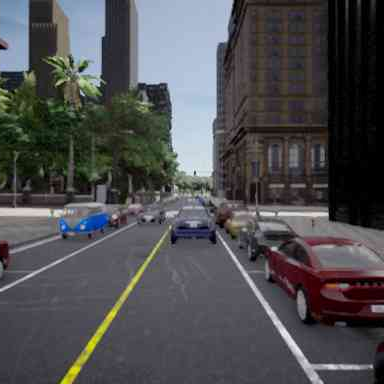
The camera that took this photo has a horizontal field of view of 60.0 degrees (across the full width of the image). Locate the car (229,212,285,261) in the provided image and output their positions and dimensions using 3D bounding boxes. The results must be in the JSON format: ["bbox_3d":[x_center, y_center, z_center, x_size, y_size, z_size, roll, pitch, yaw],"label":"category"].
[{"bbox_3d":[2.761,1.655,12.563,2.008,1.369,4.403,0,0,0],"label":"car"}]

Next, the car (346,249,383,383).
[{"bbox_3d":[2.759,1.455,1.715,1.967,1.590,4.097,0,0,0],"label":"car"}]

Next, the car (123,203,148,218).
[{"bbox_3d":[-5.762,1.863,34.283,1.802,1.307,4.206,0,0,0],"label":"car"}]

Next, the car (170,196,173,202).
[{"bbox_3d":[-5.757,2.009,71.562,1.967,1.590,4.097,0,0,0],"label":"car"}]

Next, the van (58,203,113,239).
[{"bbox_3d":[-5.765,1.491,18.006,1.690,1.788,3.998,0,0,0],"label":"van"}]

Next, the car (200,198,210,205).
[{"bbox_3d":[2.768,2.095,71.711,1.752,1.417,4.829,0,0,0],"label":"car"}]

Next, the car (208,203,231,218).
[{"bbox_3d":[2.763,1.847,34.264,1.947,1.339,4.313,0,0,0],"label":"car"}]

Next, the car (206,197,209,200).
[{"bbox_3d":[2.767,2.052,60.700,1.947,1.339,4.313,0,0,0],"label":"car"}]

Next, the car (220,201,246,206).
[{"bbox_3d":[2.761,1.509,23.416,2.192,1.841,5.009,0,0,0],"label":"car"}]

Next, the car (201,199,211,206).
[{"bbox_3d":[2.768,2.093,66.120,1.947,1.339,4.313,0,0,0],"label":"car"}]

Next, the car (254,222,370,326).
[{"bbox_3d":[2.759,1.604,7.139,1.887,1.381,4.507,0,0,0],"label":"car"}]

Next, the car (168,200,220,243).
[{"bbox_3d":[0.099,1.495,16.891,2.097,1.767,4.553,0,0,1],"label":"car"}]

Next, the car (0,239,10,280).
[{"bbox_3d":[-5.765,1.605,7.153,1.887,1.381,4.507,0,0,0],"label":"car"}]

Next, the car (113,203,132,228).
[{"bbox_3d":[-5.764,1.634,23.431,1.967,1.590,4.097,0,0,0],"label":"car"}]

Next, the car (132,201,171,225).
[{"bbox_3d":[-3.070,1.706,25.950,2.128,1.511,4.902,0,0,0],"label":"car"}]

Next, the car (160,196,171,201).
[{"bbox_3d":[-5.758,2.079,66.141,2.008,1.369,4.403,0,0,0],"label":"car"}]

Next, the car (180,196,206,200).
[{"bbox_3d":[0.105,1.634,34.292,2.097,1.767,4.553,0,0,0],"label":"car"}]

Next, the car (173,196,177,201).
[{"bbox_3d":[-5.755,2.126,87.822,1.967,1.590,4.097,0,0,0],"label":"car"}]

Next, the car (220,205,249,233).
[{"bbox_3d":[2.761,1.676,18.159,1.752,1.417,4.829,0,0,0],"label":"car"}]
